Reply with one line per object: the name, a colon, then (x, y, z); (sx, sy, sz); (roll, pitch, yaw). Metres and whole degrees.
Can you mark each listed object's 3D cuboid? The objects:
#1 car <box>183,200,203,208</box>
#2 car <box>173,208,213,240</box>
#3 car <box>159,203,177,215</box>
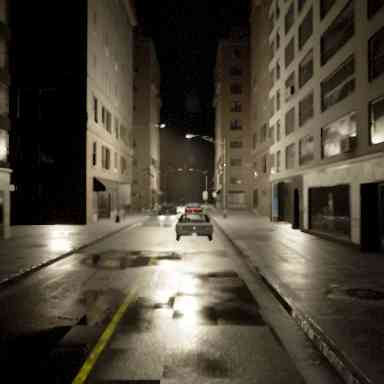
car: (0.130, 1.867, 34.543); (2.128, 1.511, 4.902); (0, -1, -1)
car: (0.113, 1.796, 18.298); (1.895, 1.301, 4.718); (0, -1, 0)
car: (-2.727, 1.992, 38.783); (1.994, 1.385, 4.181); (0, -1, 0)
